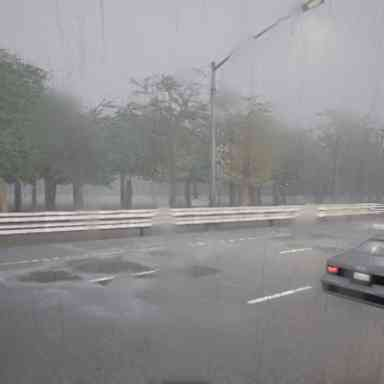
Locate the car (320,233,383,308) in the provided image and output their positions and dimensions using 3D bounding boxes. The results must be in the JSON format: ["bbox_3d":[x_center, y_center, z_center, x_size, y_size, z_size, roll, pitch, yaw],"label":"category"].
[{"bbox_3d":[5.137,1.613,7.526,5.357,1.411,2.033,1,0,-35],"label":"car"}]
